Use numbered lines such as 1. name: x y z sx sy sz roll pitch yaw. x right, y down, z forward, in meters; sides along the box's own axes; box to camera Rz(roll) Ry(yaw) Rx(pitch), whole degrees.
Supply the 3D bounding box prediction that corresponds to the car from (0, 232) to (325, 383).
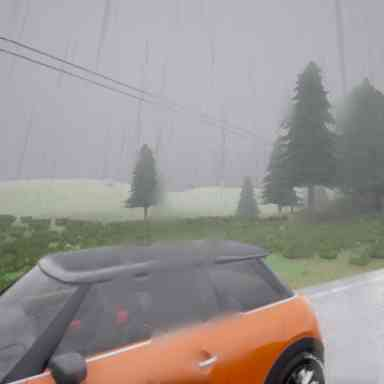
1. car: -0.904 1.347 3.028 4.553 1.767 2.097 0 0 -33
